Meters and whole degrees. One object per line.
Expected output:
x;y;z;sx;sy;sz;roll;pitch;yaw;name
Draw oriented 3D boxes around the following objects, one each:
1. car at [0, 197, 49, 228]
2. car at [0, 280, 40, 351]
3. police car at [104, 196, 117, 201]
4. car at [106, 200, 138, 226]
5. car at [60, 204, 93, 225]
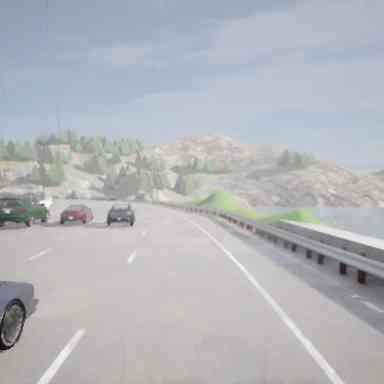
-12.043;1.364;23.778;2.150;2.045;5.566;0;0;-7;car
-3.470;1.577;3.180;2.033;1.411;5.357;0;0;-1;car
-22.282;1.849;92.470;1.930;1.638;5.238;0;0;-28;police car
-5.088;1.599;24.370;2.128;1.511;4.902;0;0;-7;car
-8.784;1.657;25.547;1.812;1.442;4.674;0;0;-8;car
